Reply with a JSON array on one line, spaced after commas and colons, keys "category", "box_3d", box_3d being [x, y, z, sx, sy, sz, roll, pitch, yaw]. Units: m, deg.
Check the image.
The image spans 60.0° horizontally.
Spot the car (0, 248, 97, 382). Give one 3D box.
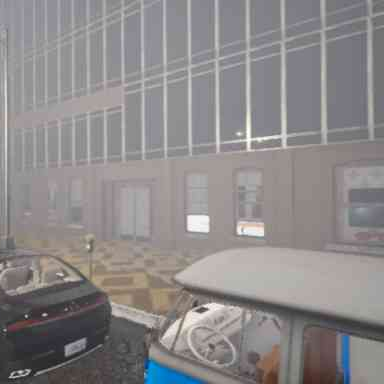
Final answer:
[{"category": "car", "box_3d": [-3.121, 1.555, 5.109, 4.403, 1.369, 2.008, 0, -1, 35]}]

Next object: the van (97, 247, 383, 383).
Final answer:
[{"category": "van", "box_3d": [1.474, 1.341, 1.836, 3.998, 1.788, 1.690, 0, -1, 35]}]
